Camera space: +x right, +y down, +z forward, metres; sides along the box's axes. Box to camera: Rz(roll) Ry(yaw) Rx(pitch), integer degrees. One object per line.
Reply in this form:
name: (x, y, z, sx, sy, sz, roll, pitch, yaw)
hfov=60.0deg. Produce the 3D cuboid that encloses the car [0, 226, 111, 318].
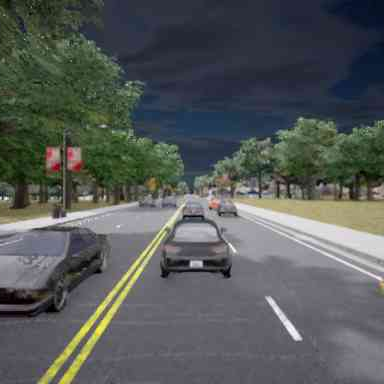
car: (-3.348, 1.549, 7.899, 2.033, 1.411, 5.357, 0, 0, 0)

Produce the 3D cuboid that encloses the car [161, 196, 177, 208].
car: (-3.318, 1.437, 49.137, 2.097, 1.767, 4.553, 0, 0, 0)

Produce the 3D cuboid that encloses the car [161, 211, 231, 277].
car: (0.101, 1.530, 10.105, 1.812, 1.442, 4.674, 0, 0, 0)

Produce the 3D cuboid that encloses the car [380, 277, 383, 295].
car: (4.225, 1.457, 3.664, 1.801, 1.575, 5.366, 0, 0, 0)

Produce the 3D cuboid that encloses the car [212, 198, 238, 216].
car: (3.334, 1.590, 32.545, 2.033, 1.411, 5.357, 0, 0, 0)

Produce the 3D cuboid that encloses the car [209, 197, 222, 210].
car: (3.284, 1.424, 44.662, 2.097, 1.767, 4.553, 0, 0, 1)

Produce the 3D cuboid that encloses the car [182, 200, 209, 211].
car: (0.103, 1.579, 28.095, 2.033, 1.411, 5.357, 0, 0, 0)

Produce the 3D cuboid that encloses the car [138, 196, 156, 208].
car: (-6.567, 1.436, 49.034, 2.097, 1.767, 4.553, 0, 0, 0)
